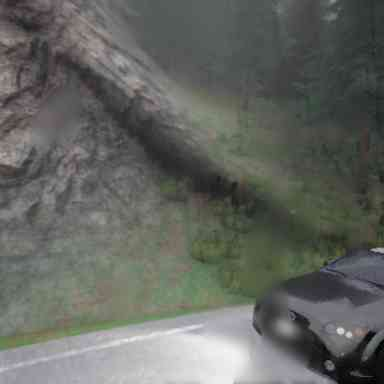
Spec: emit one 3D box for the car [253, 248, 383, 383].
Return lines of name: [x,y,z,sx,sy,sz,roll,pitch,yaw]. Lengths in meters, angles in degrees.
car: [3.044,1.603,5.012,4.181,1.385,1.994,2,0,-22]
